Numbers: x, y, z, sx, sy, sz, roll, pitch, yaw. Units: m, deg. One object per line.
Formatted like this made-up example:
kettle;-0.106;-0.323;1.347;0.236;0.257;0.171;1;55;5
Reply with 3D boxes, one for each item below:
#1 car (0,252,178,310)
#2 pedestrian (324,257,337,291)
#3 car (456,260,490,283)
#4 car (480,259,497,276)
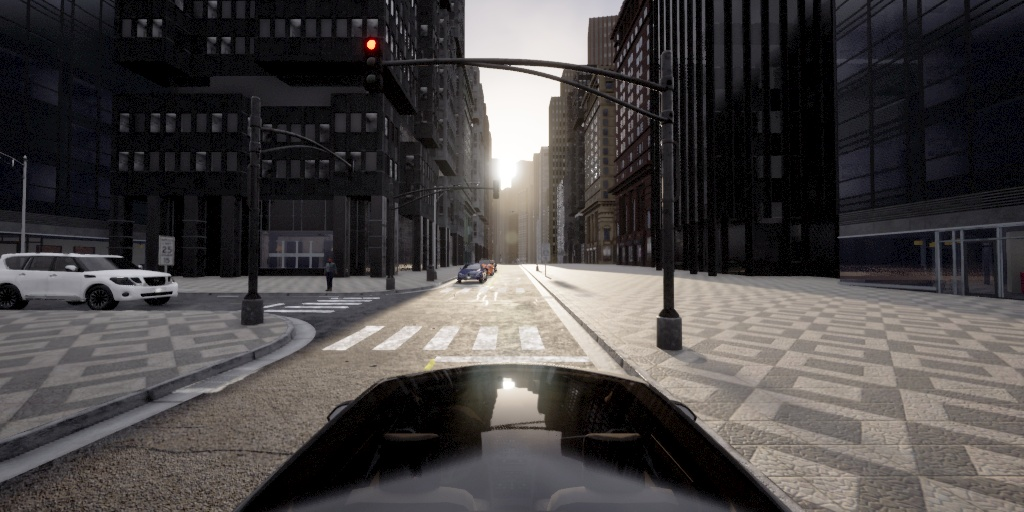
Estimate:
car;-15.881;0.907;13.399;5.566;2.045;2.150;0;-1;2
pedestrian;-9.972;0.974;19.591;0.375;1.860;0.375;0;-1;0
car;-3.050;1.289;28.235;1.812;1.442;4.674;0;0;2
car;-3.028;1.137;38.240;2.097;1.767;4.553;0;0;0
